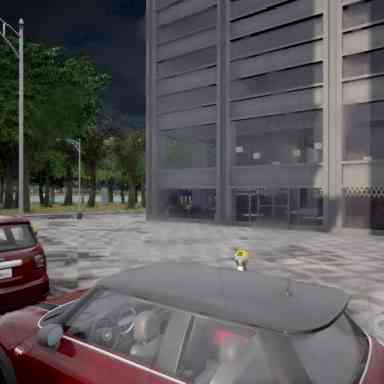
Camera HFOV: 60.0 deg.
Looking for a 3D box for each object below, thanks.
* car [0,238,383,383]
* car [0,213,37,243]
[{"bbox_3d":[-0.351,1.440,3.212,4.097,1.590,1.967,0,0,35],"label":"car"},{"bbox_3d":[-4.780,1.315,6.367,5.009,1.841,2.192,0,0,35],"label":"car"}]
